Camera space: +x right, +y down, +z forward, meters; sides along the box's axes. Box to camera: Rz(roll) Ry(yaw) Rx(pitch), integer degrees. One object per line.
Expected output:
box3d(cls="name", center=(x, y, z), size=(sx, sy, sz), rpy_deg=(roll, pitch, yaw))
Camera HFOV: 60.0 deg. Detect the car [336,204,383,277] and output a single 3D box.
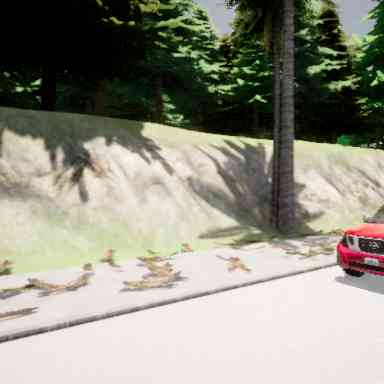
box3d(cls="car", center=(6.294, 1.222, 9.095), size=(5.566, 2.045, 2.150), rpy_deg=(0, 0, -35))
